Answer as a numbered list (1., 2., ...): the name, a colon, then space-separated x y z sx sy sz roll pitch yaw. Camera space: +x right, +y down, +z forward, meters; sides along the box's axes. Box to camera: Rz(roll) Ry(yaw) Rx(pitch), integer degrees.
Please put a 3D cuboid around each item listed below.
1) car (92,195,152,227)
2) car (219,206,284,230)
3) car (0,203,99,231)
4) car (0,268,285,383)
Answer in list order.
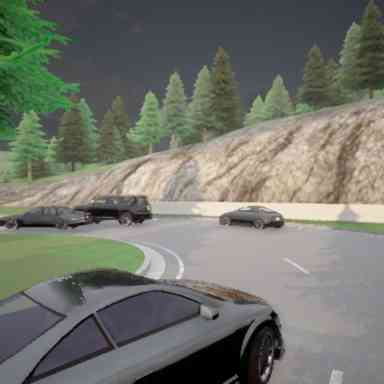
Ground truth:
1. car: -5.521 1.230 22.913 5.566 2.045 2.150 0 -1 15
2. car: 3.712 1.562 21.112 1.994 1.385 4.181 0 0 -41
3. car: -8.772 1.559 20.121 5.357 1.411 2.033 0 0 4
4. car: -0.738 1.565 3.601 1.994 1.385 4.181 0 0 44
